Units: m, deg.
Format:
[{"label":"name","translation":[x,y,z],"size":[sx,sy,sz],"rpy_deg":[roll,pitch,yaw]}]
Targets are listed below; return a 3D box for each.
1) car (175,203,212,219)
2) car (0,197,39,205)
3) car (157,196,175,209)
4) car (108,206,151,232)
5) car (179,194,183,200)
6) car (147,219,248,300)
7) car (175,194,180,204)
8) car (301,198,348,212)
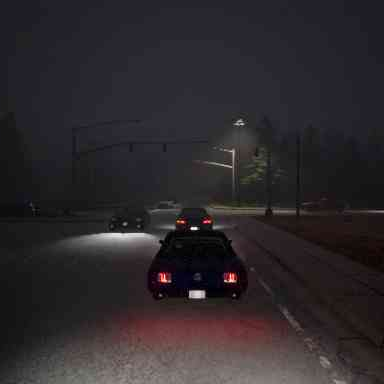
[{"label":"car","translation":[0.099,1.511,17.396],"size":[1.812,1.442,4.674],"rpy_deg":[0,0,0]},{"label":"car","translation":[-18.343,1.363,35.028],"size":[4.553,1.767,2.097],"rpy_deg":[0,0,1]},{"label":"car","translation":[-3.521,1.502,44.035],"size":[1.812,1.442,4.674],"rpy_deg":[0,0,-2]},{"label":"car","translation":[-3.599,1.537,19.913],"size":[1.994,1.385,4.181],"rpy_deg":[0,0,0]},{"label":"car","translation":[-3.483,1.507,69.659],"size":[1.994,1.385,4.181],"rpy_deg":[0,0,0]},{"label":"car","translation":[0.099,1.596,8.341],"size":[1.895,1.301,4.718],"rpy_deg":[0,0,0]},{"label":"car","translation":[-3.586,1.527,57.972],"size":[1.994,1.385,4.181],"rpy_deg":[0,0,0]},{"label":"car","translation":[15.150,1.473,38.126],"size":[5.008,1.535,1.882],"rpy_deg":[0,0,1]}]
